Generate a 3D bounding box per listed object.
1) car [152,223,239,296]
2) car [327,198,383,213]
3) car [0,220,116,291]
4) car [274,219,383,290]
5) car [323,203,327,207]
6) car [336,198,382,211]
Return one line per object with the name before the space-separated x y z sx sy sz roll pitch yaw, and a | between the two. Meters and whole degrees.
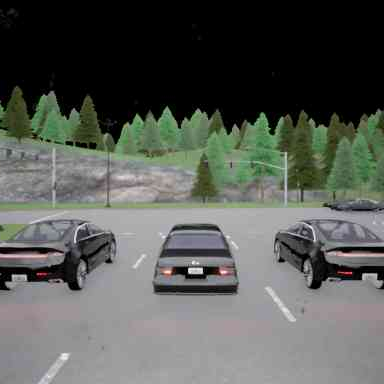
car | 0.099 1.547 8.835 2.033 1.411 5.357 0 0 1
car | 18.201 1.547 36.524 5.357 1.411 2.033 0 0 -2
car | -3.401 1.491 9.016 2.128 1.511 4.902 0 0 0
car | 3.600 1.491 9.110 2.128 1.511 4.902 0 0 1
car | 20.046 1.547 43.588 5.357 1.411 2.033 0 0 -2
car | 20.091 1.525 40.082 4.674 1.442 1.812 0 0 -1
